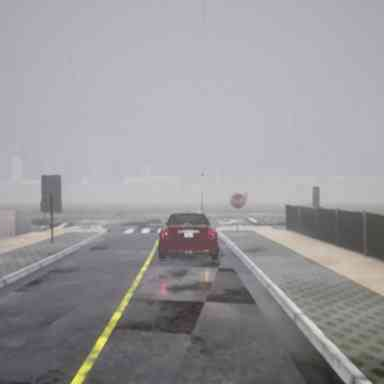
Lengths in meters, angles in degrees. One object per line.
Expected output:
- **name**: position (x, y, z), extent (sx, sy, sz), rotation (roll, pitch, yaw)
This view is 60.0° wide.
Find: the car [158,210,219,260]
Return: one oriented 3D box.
- **car**: position (-0.170, 1.482, 13.203), extent (2.097, 1.767, 4.553), rotation (0, -1, -2)
